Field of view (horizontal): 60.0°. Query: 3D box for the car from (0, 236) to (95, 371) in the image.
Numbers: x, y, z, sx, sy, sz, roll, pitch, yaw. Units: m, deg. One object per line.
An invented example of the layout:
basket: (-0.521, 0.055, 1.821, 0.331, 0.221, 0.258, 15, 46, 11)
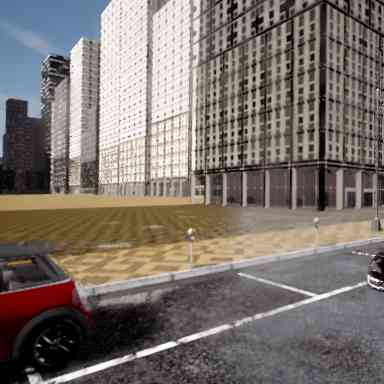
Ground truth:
car: (-3.439, 1.442, 4.045, 4.097, 1.590, 1.967, 0, 1, -35)

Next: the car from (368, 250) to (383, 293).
car: (5.931, 1.469, 7.610, 4.892, 1.490, 1.837, 0, 0, -36)
